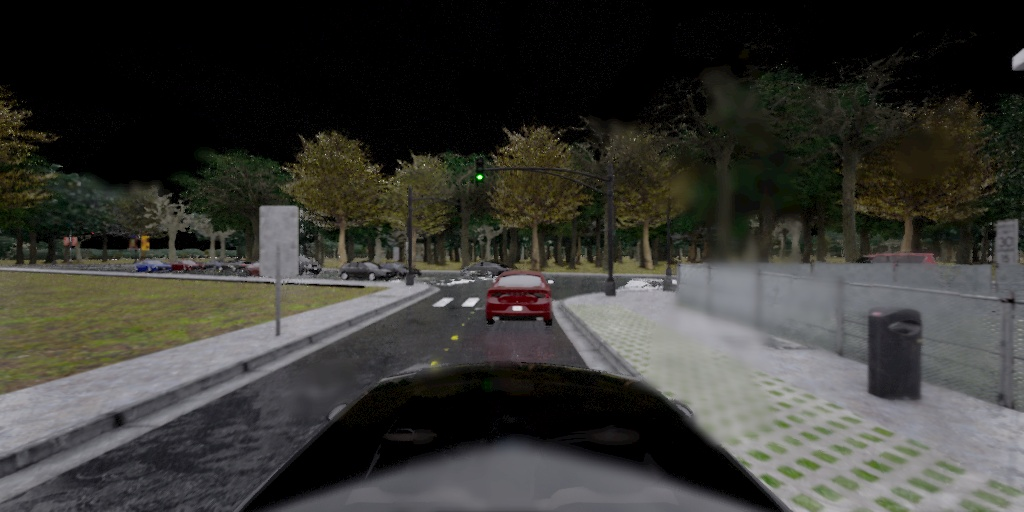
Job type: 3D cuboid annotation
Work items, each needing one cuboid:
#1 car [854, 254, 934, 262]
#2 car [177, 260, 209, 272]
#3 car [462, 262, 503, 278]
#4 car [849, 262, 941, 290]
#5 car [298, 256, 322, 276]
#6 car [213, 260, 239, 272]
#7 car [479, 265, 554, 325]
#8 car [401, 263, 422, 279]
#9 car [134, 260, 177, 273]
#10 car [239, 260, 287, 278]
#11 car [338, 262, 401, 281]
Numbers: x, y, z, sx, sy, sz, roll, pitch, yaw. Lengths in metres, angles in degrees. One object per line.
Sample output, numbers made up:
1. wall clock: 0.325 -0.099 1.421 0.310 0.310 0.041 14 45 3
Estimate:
1. car: 24.703 0.916 24.131 5.566 2.045 2.150 0 0 23
2. car: -41.120 1.225 45.307 5.008 1.535 1.882 0 0 24
3. car: -2.403 1.239 32.017 4.892 1.490 1.837 0 -3 39
4. car: 22.492 1.252 21.540 4.181 1.385 1.994 0 0 23
5. car: -22.271 0.963 37.086 5.566 2.045 2.150 0 0 23
6. car: -36.031 1.261 46.661 4.892 1.490 1.837 0 0 23
7. car: 0.354 1.220 11.842 1.882 1.535 5.008 0 0 5
8. car: -10.680 1.279 32.087 5.357 1.411 2.033 0 0 23
9. car: -42.395 1.216 42.318 5.008 1.535 1.882 0 0 24
10. car: -23.226 1.258 33.959 4.674 1.442 1.812 0 0 24
11. car: -11.786 1.225 29.021 4.892 1.490 1.837 1 0 23
